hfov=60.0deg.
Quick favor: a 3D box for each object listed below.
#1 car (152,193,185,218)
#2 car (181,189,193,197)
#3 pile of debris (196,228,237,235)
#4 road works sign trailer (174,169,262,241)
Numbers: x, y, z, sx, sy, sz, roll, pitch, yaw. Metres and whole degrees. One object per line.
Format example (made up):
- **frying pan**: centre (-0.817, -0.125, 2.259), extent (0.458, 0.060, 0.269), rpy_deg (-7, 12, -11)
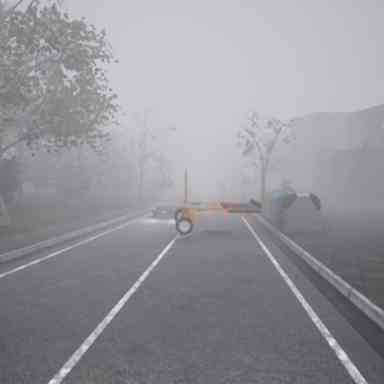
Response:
- **car**: centre (-1.686, 1.052, 24.709), extent (1.812, 1.442, 4.674), rpy_deg (0, 1, 5)
- **car**: centre (-1.047, 0.148, 65.984), extent (2.097, 1.767, 4.553), rpy_deg (-1, 1, -6)
- **pile of debris**: centre (1.159, 1.877, 15.820), extent (1.860, 0.140, 1.500), rpy_deg (0, 1, 3)
- **road works sign trailer**: centre (1.029, 0.450, 14.502), extent (3.560, 2.880, 2.380), rpy_deg (0, 6, -5)
